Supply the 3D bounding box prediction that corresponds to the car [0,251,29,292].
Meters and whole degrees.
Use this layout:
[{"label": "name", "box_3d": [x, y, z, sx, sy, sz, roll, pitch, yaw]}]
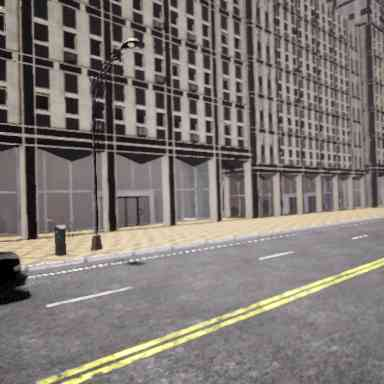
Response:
[{"label": "car", "box_3d": [-6.347, 1.841, 6.719, 5.357, 1.411, 2.033, -1, -1, -40]}]
